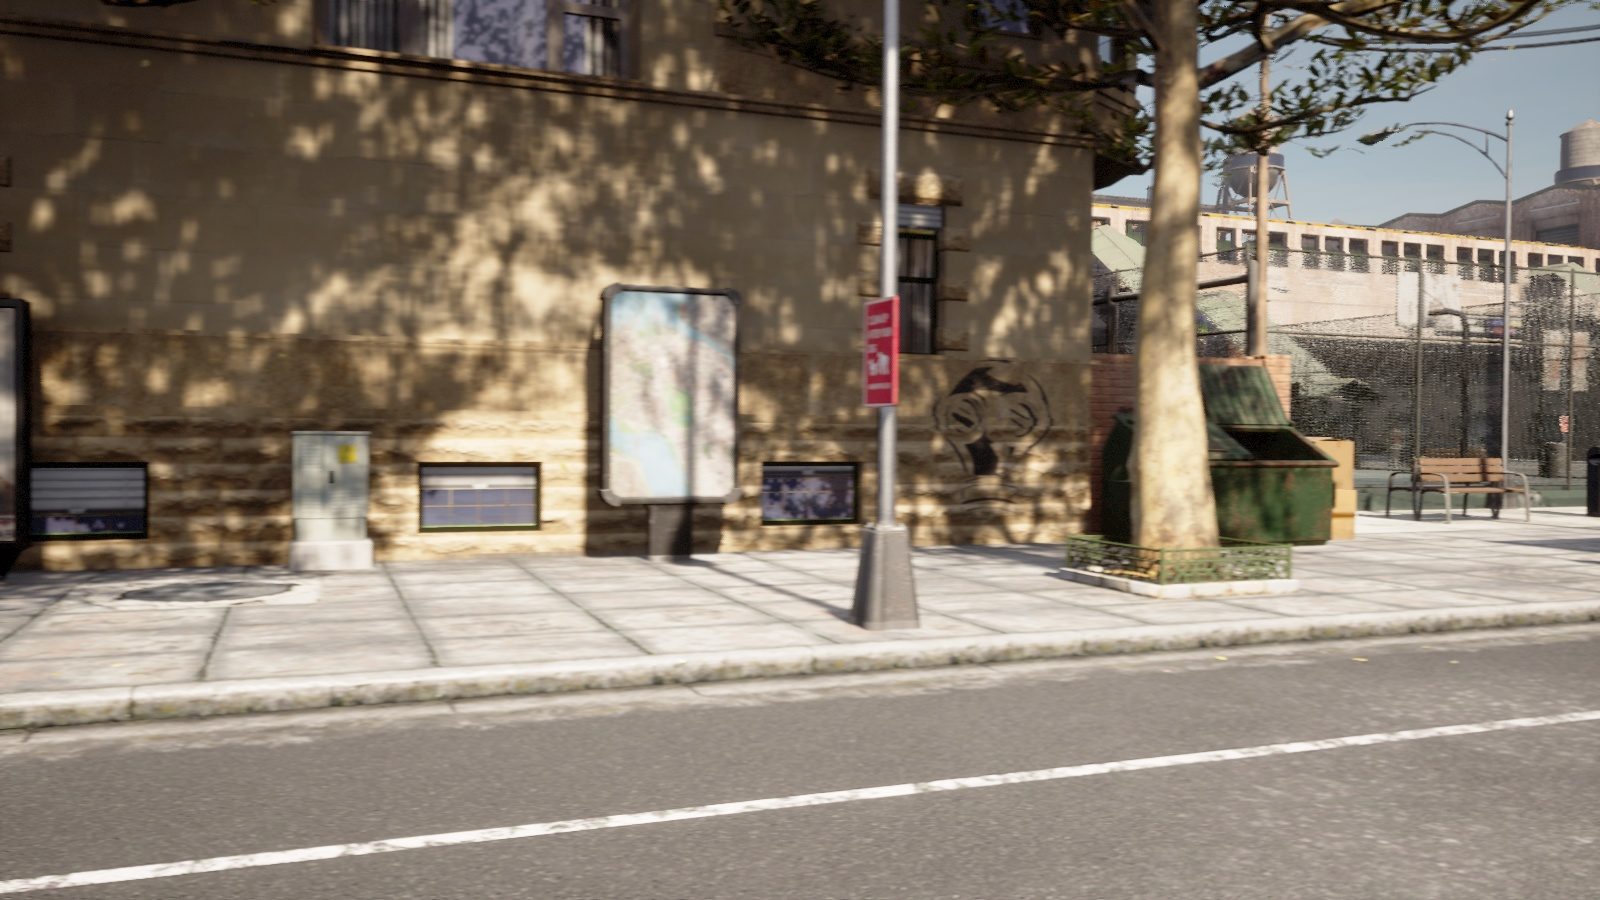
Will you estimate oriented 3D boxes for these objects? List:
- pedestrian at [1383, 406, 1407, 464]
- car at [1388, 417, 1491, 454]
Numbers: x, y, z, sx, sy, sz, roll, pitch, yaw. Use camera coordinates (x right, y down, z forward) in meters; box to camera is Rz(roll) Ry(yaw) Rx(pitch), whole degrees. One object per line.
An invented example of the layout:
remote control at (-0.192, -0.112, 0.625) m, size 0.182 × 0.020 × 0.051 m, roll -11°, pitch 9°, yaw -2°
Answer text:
pedestrian at (19.792, -0.506, 41.793) m, size 0.402 × 1.930 × 0.666 m, roll -1°, pitch 1°, yaw -9°
car at (29.340, -0.654, 57.742) m, size 1.851 × 1.617 × 3.988 m, roll -1°, pitch 1°, yaw -21°
